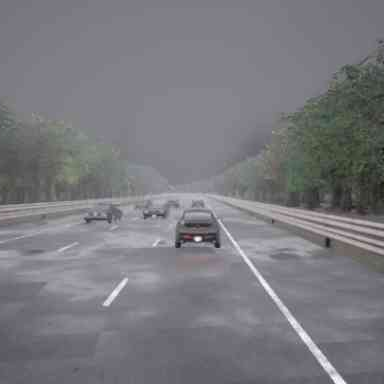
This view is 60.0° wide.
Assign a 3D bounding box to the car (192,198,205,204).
[{"bbox_3d":[0.903,1.591,51.073,1.812,1.442,4.674,0,0,1],"label":"car"}]

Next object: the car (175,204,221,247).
[{"bbox_3d":[0.265,1.539,15.193,1.837,1.490,4.892,0,0,1],"label":"car"}]

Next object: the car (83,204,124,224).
[{"bbox_3d":[-6.558,1.577,25.179,2.033,1.411,5.357,0,0,1],"label":"car"}]

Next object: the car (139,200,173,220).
[{"bbox_3d":[-2.993,1.643,28.806,1.895,1.301,4.718,0,0,1],"label":"car"}]

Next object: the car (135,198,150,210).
[{"bbox_3d":[-6.232,1.537,43.493,2.128,1.511,4.902,0,0,1],"label":"car"}]

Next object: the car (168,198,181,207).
[{"bbox_3d":[-2.663,1.562,47.320,1.837,1.490,4.892,0,1,1],"label":"car"}]
